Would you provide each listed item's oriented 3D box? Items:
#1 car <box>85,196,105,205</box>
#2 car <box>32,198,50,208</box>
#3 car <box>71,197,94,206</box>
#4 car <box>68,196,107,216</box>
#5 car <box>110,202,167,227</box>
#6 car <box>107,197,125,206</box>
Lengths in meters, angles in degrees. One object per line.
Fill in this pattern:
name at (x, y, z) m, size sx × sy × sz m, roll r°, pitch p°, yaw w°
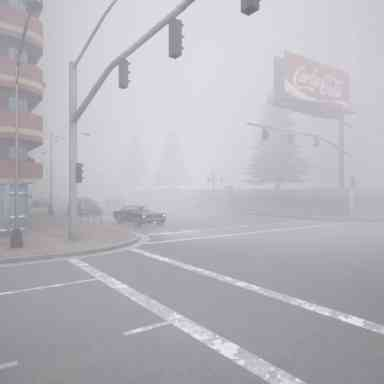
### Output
car at (-17.671, 1.525, 60.424) m, size 1.812 × 1.442 × 4.674 m, roll 0°, pitch 0°, yaw -37°
car at (-21.340, 1.565, 47.339) m, size 1.994 × 1.385 × 4.181 m, roll 0°, pitch 0°, yaw -35°
car at (-18.290, 1.547, 55.324) m, size 2.033 × 1.411 × 5.357 m, roll 0°, pitch 0°, yaw -36°
car at (-10.345, 1.351, 32.088) m, size 2.097 × 1.767 × 4.553 m, roll 0°, pitch 0°, yaw -36°
car at (-3.659, 1.601, 22.856) m, size 1.895 × 1.301 × 4.718 m, roll 0°, pitch 0°, yaw -36°
car at (-12.320, 1.505, 53.046) m, size 1.837 × 1.490 × 4.892 m, roll 0°, pitch 0°, yaw -36°
